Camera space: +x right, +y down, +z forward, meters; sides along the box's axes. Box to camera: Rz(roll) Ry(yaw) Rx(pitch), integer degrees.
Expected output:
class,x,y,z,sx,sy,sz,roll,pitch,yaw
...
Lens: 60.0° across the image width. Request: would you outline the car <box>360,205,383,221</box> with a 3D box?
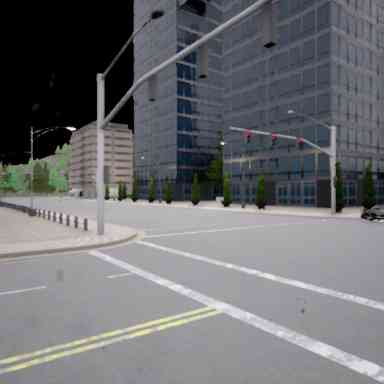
class,x,y,z,sx,sy,sz,roll,pitch,yaw
car,15.210,1.496,24.672,5.357,1.411,2.033,0,0,-19
